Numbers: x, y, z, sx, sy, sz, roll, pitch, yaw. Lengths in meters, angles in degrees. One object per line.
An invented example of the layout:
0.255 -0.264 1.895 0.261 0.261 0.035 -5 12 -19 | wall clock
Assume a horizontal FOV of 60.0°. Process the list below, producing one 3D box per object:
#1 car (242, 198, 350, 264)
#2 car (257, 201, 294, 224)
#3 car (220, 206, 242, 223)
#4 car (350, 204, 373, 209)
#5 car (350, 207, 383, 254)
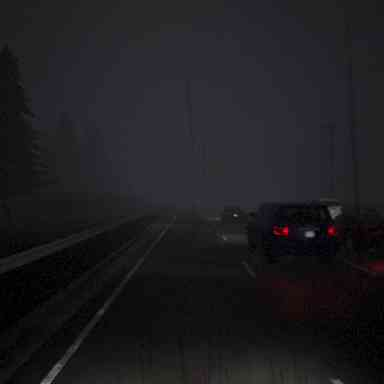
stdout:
3.502 1.362 12.562 2.150 2.045 5.566 0 0 0 | car
7.002 1.659 28.409 2.097 1.767 4.553 0 -1 0 | car
3.502 1.875 28.573 1.994 1.385 4.181 0 -1 0 | car
14.002 1.802 28.488 2.128 1.511 4.902 0 0 0 | car
7.016 1.632 14.220 1.882 1.535 5.008 0 0 0 | car
